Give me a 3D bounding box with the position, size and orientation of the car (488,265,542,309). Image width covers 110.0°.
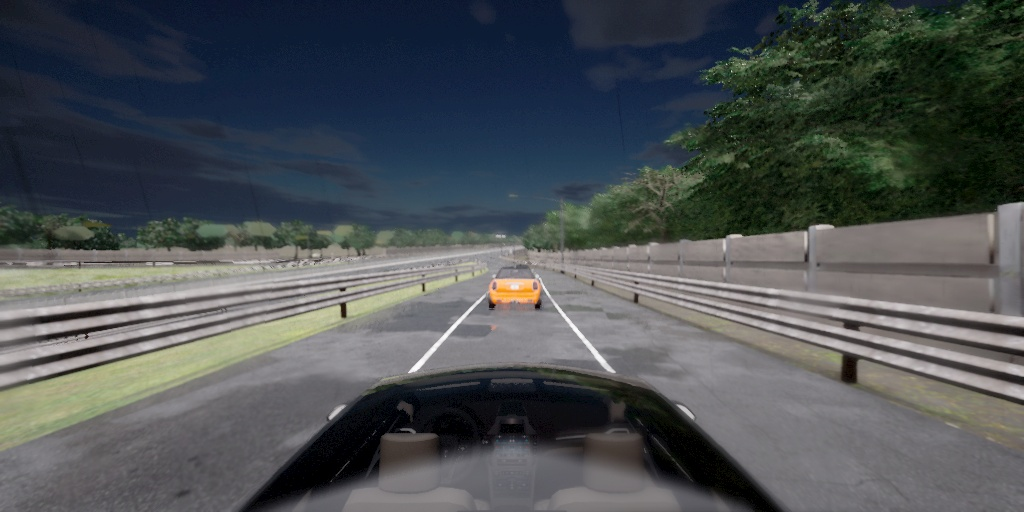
[{"bbox_3d":[0.163,1.229,15.797,2.097,1.767,4.553,0,-1,2],"label":"car"}]
